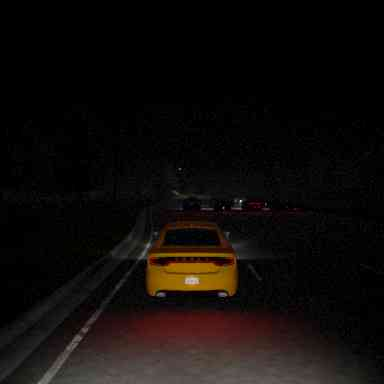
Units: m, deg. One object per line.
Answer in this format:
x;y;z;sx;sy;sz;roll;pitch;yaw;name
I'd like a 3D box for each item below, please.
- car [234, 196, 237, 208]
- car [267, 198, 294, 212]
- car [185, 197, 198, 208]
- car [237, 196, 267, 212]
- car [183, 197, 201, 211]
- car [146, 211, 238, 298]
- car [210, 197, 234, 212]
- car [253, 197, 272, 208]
6.994;1.352;49.577;2.097;1.767;4.553;0;0;0;car
10.495;1.478;39.188;1.882;1.535;5.008;0;0;0;car
-0.006;1.505;49.606;1.837;1.490;4.892;0;0;0;car
6.995;1.491;39.187;2.128;1.511;4.902;0;0;0;car
-0.005;1.352;39.573;2.097;1.767;4.553;0;0;0;car
-0.001;1.478;8.578;1.882;1.535;5.008;0;0;0;car
3.495;1.505;39.187;1.837;1.490;4.892;0;0;0;car
10.494;1.526;49.607;1.812;1.442;4.674;0;0;0;car
